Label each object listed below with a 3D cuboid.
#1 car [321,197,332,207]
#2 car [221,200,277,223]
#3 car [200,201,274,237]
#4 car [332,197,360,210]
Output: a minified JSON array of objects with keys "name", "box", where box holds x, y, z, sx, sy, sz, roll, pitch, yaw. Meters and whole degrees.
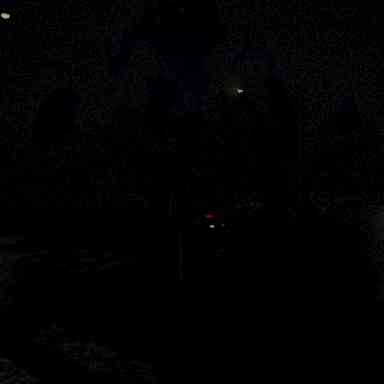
[{"name":"car","box":[18.947,1.380,44.795,1.994,1.385,4.181,0,0,37]},{"name":"car","box":[4.446,1.374,25.096,2.033,1.411,5.357,0,0,36]},{"name":"car","box":[2.356,1.347,17.232,2.128,1.511,4.902,0,0,36]},{"name":"car","box":[18.509,1.283,39.348,1.882,1.535,5.008,0,0,36]}]
